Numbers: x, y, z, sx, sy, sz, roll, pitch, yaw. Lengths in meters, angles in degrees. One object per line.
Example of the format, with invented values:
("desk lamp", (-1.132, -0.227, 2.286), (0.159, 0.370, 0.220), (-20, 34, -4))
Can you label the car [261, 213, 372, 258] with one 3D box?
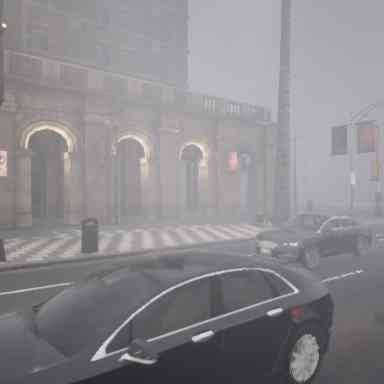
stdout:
("car", (4.182, 1.492, 11.249), (4.902, 1.511, 2.128), (0, 0, -35))

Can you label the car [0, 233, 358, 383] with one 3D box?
("car", (-0.363, 1.505, 3.728), (4.892, 1.490, 1.837), (0, 0, -35))
